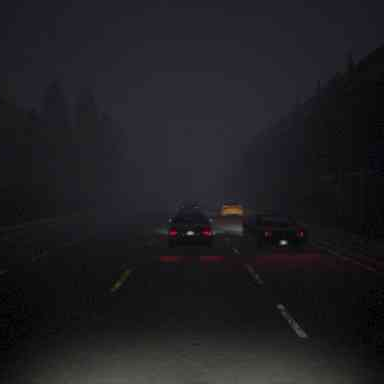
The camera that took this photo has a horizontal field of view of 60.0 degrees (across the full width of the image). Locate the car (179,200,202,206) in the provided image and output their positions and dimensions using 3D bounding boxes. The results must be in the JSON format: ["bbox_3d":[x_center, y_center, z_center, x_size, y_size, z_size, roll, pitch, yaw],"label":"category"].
[{"bbox_3d":[-0.155,1.493,29.659,2.128,1.511,4.902,0,0,0],"label":"car"}]

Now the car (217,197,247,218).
[{"bbox_3d":[3.345,1.482,29.678,1.882,1.535,5.008,0,0,0],"label":"car"}]

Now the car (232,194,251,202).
[{"bbox_3d":[11.721,1.333,74.216,4.553,1.767,2.097,0,0,-36],"label":"car"}]

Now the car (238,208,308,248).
[{"bbox_3d":[3.426,1.613,14.708,1.895,1.301,4.718,0,0,0],"label":"car"}]

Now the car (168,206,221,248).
[{"bbox_3d":[-0.074,1.560,14.660,2.033,1.411,5.357,0,0,0],"label":"car"}]

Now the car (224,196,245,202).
[{"bbox_3d":[9.930,1.588,77.237,4.718,1.301,1.895,0,0,-36],"label":"car"}]
